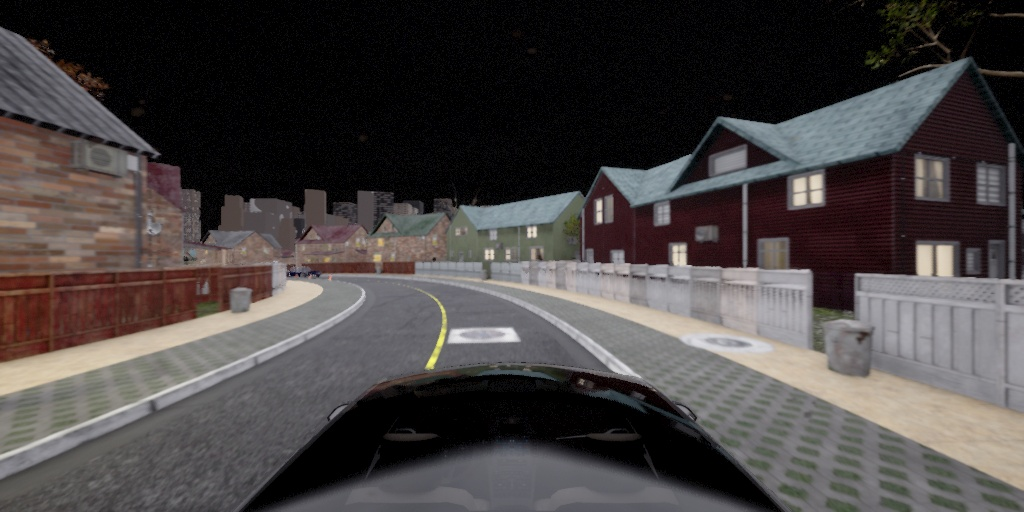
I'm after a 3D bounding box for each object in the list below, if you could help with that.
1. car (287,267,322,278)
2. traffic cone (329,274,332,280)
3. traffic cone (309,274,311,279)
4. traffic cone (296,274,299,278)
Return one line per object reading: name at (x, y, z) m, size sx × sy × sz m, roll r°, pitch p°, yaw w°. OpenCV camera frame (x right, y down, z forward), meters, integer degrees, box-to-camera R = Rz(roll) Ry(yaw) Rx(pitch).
car at (-23.099, 1.839, 39.587) m, size 4.718 × 1.301 × 1.895 m, roll -1°, pitch -1°, yaw 31°
traffic cone at (-17.156, 2.038, 33.889) m, size 0.340 × 0.580 × 0.340 m, roll 0°, pitch 0°, yaw 43°
traffic cone at (-20.779, 2.126, 36.913) m, size 0.340 × 0.580 × 0.340 m, roll 0°, pitch 0°, yaw 37°
traffic cone at (-22.872, 2.099, 38.229) m, size 0.340 × 0.580 × 0.340 m, roll 0°, pitch 0°, yaw 36°
